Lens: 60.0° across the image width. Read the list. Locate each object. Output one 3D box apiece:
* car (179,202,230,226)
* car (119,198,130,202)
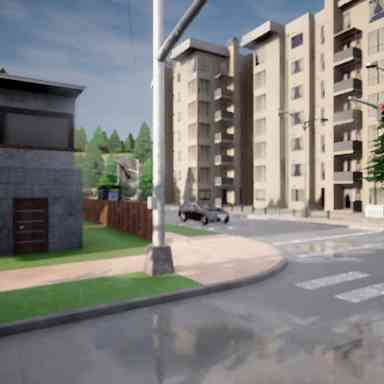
[{"bbox_3d":[0.773,1.465,23.556,2.128,1.511,4.902,0,0,-30],"label":"car"},{"bbox_3d":[-8.810,1.458,40.477,2.128,1.511,4.902,0,0,-29],"label":"car"}]
